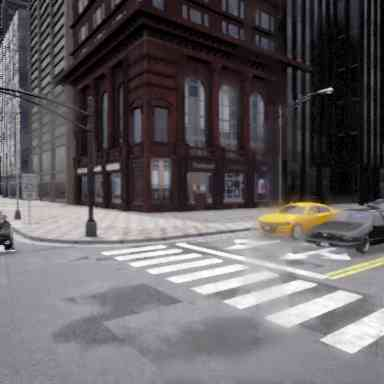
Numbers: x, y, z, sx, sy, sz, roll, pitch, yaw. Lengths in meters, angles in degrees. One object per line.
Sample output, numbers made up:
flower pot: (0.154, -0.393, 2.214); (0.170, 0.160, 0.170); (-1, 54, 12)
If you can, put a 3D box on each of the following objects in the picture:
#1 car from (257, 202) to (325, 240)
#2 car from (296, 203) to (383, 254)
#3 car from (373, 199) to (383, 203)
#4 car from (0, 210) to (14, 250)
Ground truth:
car: (5.253, 1.277, 15.984); (5.008, 1.535, 1.882); (-1, 1, -37)
car: (6.645, 1.373, 12.959); (5.357, 1.411, 2.033); (-1, 1, -37)
car: (12.832, 1.207, 21.732); (4.902, 1.511, 2.128); (-1, 1, -37)
car: (-8.207, 1.368, 12.846); (1.837, 1.490, 4.892); (-1, 1, -37)
